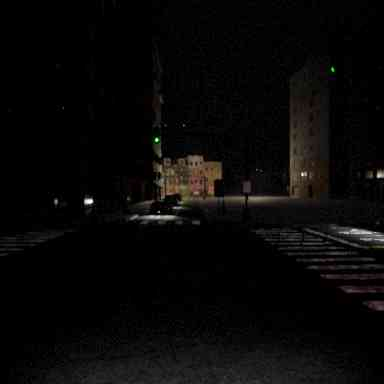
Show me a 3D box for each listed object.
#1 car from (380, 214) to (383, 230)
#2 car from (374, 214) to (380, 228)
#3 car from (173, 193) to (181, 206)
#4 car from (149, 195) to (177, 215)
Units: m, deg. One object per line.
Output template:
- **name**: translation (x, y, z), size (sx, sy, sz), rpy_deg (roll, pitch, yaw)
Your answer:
- **car**: translation (7.843, 1.069, 7.743), size (5.566, 2.045, 2.150), rpy_deg (0, 0, 0)
- **car**: translation (12.182, 1.355, 17.620), size (4.674, 1.442, 1.812), rpy_deg (-1, 0, 0)
- **car**: translation (-2.808, 1.145, 44.500), size (1.837, 1.490, 4.892), rpy_deg (0, 0, 0)
- **car**: translation (-2.808, 1.286, 30.913), size (2.033, 1.411, 5.357), rpy_deg (0, 0, 0)
